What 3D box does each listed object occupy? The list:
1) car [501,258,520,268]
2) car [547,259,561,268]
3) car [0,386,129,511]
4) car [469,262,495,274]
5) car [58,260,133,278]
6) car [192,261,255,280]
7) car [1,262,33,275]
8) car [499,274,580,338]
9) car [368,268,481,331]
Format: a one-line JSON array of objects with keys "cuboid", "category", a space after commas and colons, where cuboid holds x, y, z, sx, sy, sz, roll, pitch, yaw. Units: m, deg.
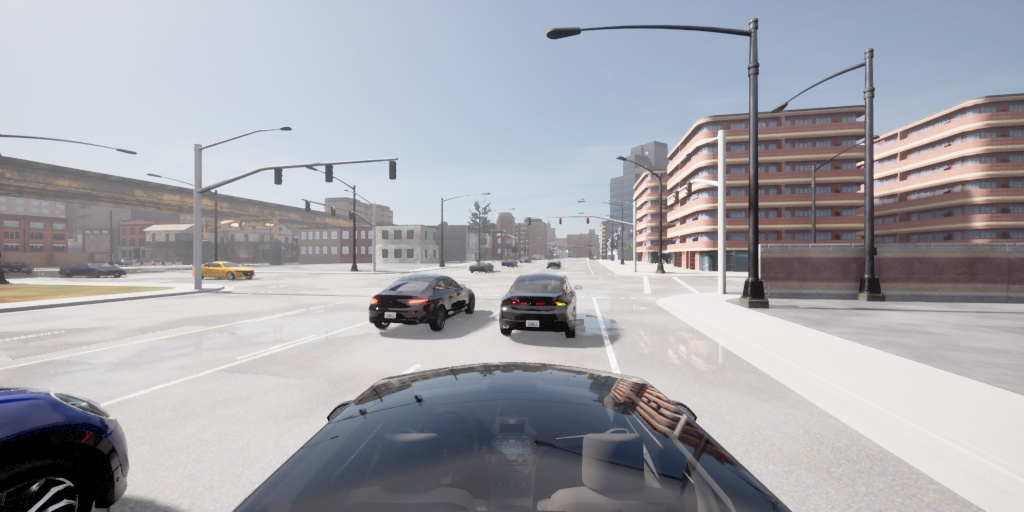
[{"cuboid": [-0.415, 1.099, 56.281, 1.895, 1.301, 4.718, 0, 1, 11], "category": "car"}, {"cuboid": [6.352, 1.122, 53.401, 1.895, 1.301, 4.718, 0, 1, 11], "category": "car"}, {"cuboid": [-4.029, 1.102, 0.798, 2.097, 1.767, 4.553, 0, 0, 4], "category": "car"}, {"cuboid": [-3.406, 1.291, 40.913, 1.895, 1.301, 4.718, 0, 0, 11], "category": "car"}, {"cuboid": [-38.565, 1.297, 32.972, 5.357, 1.411, 2.033, 0, 0, 8], "category": "car"}, {"cuboid": [-24.580, 1.227, 30.627, 5.008, 1.535, 1.882, 0, 0, 10], "category": "car"}, {"cuboid": [-52.358, 1.314, 37.776, 4.181, 1.385, 1.994, 0, 0, 35], "category": "car"}, {"cuboid": [0.914, 1.255, 10.335, 1.837, 1.490, 4.892, 0, 0, 11], "category": "car"}, {"cuboid": [-2.531, 1.276, 10.977, 1.812, 1.442, 4.674, 0, 0, 11], "category": "car"}]
